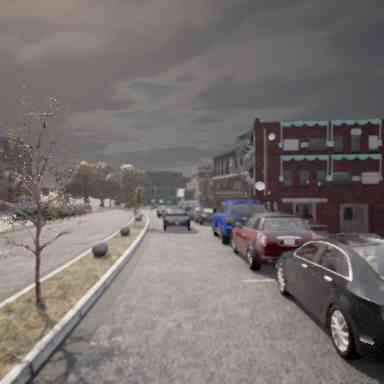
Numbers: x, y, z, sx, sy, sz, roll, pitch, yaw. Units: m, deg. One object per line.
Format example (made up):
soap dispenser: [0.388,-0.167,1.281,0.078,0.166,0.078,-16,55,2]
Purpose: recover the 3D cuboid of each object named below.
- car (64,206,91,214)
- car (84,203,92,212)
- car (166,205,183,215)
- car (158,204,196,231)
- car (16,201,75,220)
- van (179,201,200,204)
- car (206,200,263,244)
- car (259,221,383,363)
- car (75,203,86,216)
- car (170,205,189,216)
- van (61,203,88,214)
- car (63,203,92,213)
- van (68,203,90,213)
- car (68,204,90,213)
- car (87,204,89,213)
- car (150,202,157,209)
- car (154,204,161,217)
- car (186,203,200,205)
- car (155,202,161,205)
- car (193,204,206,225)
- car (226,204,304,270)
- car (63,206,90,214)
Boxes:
car: [-22.762,3.522,66.280,4.792,1.488,2.163,0,-2,-15]
car: [-20.578,3.189,58.521,5.366,1.575,1.946,0,-2,-14]
car: [-3.048,2.950,55.587,2.097,1.535,5.008,0,-2,-12]
car: [-1.165,1.865,23.794,2.128,1.511,4.902,0,-1,-5]
car: [-16.405,2.060,36.971,5.566,2.045,2.435,0,-2,-8]
van: [-0.086,2.084,39.387,1.878,1.987,4.442,0,-2,-8]
car: [2.376,1.453,17.273,2.435,2.045,5.566,0,-1,-3]
car: [2.926,1.536,6.038,2.231,1.521,4.892,0,-1,-1]
car: [-18.375,2.758,47.829,4.892,1.521,2.231,0,-2,-11]
car: [-1.948,2.763,50.208,2.163,1.488,4.792,0,-2,-10]
van: [-21.536,3.070,61.106,4.442,1.987,1.878,0,-2,-14]
car: [-23.564,3.338,68.896,5.566,2.045,2.435,0,-2,-16]
van: [-24.189,3.457,71.570,4.442,1.987,1.878,0,-2,-16]
car: [-25.094,3.651,74.173,4.553,1.767,2.185,0,-2,-16]
car: [-19.487,3.008,53.170,4.792,1.488,2.163,0,-2,-12]
car: [-8.184,3.334,75.688,2.150,2.045,5.566,0,-2,-16]
car: [-3.462,2.531,41.705,1.895,1.301,4.718,0,-2,-9]
car: [0.685,2.161,33.762,2.002,1.452,4.674,0,-2,-7]
car: [-5.597,3.274,66.059,1.882,1.535,5.008,0,-2,-14]
car: [1.355,1.999,28.262,2.002,1.452,4.674,0,-1,-6]
car: [2.702,1.483,11.671,2.185,1.767,4.553,0,-1,-2]
car: [-22.103,3.437,63.750,4.674,1.452,2.002,0,-2,-14]
